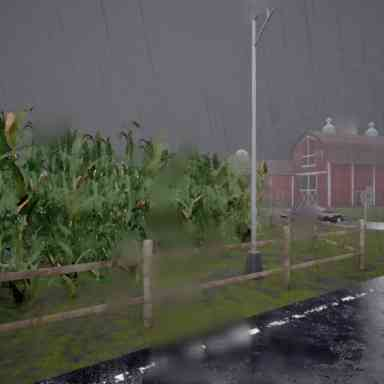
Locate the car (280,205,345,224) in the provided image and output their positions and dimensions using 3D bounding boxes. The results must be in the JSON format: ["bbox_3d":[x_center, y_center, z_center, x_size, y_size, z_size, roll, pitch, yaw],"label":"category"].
[{"bbox_3d":[9.778,1.794,27.507,2.033,1.411,5.357,1,-1,-31],"label":"car"}]

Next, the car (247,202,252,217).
[{"bbox_3d":[4.779,1.640,36.532,2.150,2.045,5.566,1,-1,-27],"label":"car"}]
